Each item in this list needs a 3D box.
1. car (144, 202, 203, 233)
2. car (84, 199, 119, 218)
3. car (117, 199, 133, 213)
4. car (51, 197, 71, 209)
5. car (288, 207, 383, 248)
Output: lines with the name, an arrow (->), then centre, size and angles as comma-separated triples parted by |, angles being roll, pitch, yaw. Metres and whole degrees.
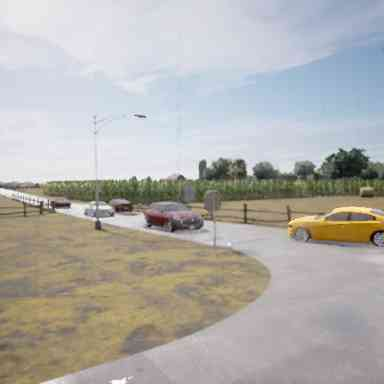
car -> -1.247, 1.439, 20.870 | 2.097, 1.767, 4.553 | -2, 1, -34
car -> -9.227, 1.642, 32.778 | 1.812, 1.442, 4.674 | -2, 1, -34
car -> -8.130, 1.514, 36.222 | 1.882, 1.535, 5.008 | -2, 1, -34
car -> -18.307, 1.467, 46.391 | 1.882, 1.535, 5.008 | -2, 1, -33
car -> 6.679, 1.409, 14.347 | 5.008, 1.535, 1.882 | -1, 4, 37
